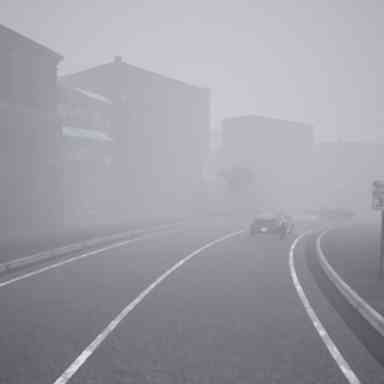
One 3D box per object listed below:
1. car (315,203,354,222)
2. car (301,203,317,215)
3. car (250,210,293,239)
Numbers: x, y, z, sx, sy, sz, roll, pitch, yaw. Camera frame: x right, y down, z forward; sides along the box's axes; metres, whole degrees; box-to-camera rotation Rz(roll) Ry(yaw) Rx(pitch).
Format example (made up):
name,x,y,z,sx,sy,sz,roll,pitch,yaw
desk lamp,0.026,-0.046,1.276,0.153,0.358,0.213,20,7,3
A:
name,x,y,z,sx,sy,sz,roll,pitch,yaw
car,14.733,2.113,33.549,1.882,1.535,5.008,4,1,44
car,14.927,2.060,38.769,5.357,1.411,2.033,2,2,-40
car,4.585,1.763,18.932,1.812,1.442,4.674,2,0,24
